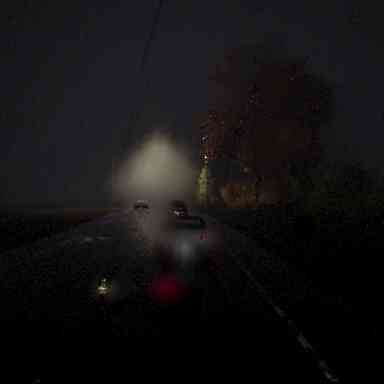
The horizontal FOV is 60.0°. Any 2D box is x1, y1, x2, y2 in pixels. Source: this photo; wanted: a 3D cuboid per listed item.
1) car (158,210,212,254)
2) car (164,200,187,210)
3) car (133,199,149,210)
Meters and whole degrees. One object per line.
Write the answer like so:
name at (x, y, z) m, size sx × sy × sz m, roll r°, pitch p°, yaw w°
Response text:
car at (-0.316, 1.607, 13.467) m, size 1.895 × 1.301 × 4.718 m, roll 0°, pitch 0°, yaw -2°
car at (-1.464, 1.525, 30.264) m, size 1.837 × 1.490 × 4.892 m, roll 0°, pitch 0°, yaw -5°
car at (-6.645, 1.605, 43.823) m, size 2.033 × 1.411 × 5.357 m, roll 0°, pitch 0°, yaw -7°
